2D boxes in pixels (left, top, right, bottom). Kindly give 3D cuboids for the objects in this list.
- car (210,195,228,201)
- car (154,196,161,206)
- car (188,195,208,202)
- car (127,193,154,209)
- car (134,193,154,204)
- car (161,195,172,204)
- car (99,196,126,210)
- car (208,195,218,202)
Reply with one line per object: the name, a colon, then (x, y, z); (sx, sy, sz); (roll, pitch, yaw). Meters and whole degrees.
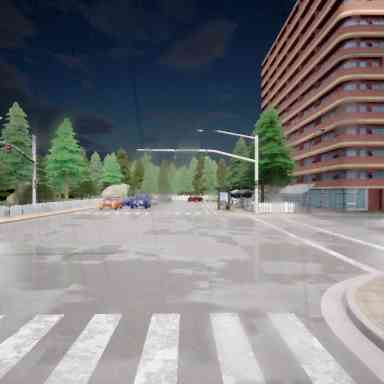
car: (6.716, 1.550, 81.950); (1.812, 1.442, 4.674); (0, 0, 44)
car: (-6.838, 1.618, 55.833); (1.895, 1.301, 4.718); (0, 0, 3)
car: (0.890, 1.501, 73.567); (1.882, 1.535, 5.008); (0, 0, 30)
car: (-7.012, 1.236, 46.070); (2.150, 2.045, 5.566); (0, 0, 0)
car: (-9.351, 1.238, 65.121); (2.150, 2.045, 5.566); (0, 0, 11)
car: (-5.461, 1.374, 66.254); (2.097, 1.767, 4.553); (0, 0, 14)
car: (-10.510, 1.366, 43.382); (2.097, 1.767, 4.553); (0, 0, 1)
car: (4.833, 1.618, 73.504); (1.895, 1.301, 4.718); (0, 0, 30)
